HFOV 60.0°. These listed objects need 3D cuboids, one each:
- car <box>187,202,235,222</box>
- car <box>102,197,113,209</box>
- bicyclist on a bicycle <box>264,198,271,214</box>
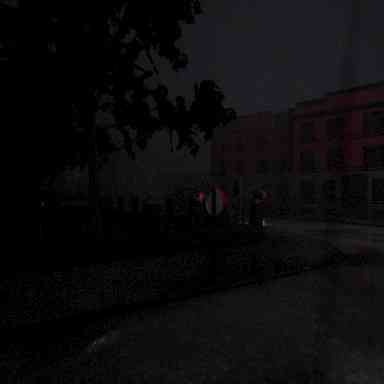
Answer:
[{"bbox_3d":[1.430,1.525,26.075,1.812,1.442,4.674,0,0,-35],"label":"car"},{"bbox_3d":[-12.217,1.506,45.279,1.837,1.490,4.892,0,-1,-35],"label":"car"},{"bbox_3d":[7.151,1.347,32.517,1.656,1.620,0.582,0,0,-35],"label":"bicyclist on a bicycle"}]
